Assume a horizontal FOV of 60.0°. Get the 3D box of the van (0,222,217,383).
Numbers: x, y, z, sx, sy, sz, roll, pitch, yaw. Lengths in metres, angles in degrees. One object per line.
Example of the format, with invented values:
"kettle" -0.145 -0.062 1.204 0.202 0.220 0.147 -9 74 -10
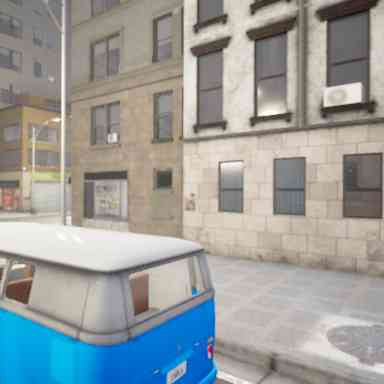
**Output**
"van" -1.651 1.327 3.951 3.998 1.788 1.690 0 0 35
